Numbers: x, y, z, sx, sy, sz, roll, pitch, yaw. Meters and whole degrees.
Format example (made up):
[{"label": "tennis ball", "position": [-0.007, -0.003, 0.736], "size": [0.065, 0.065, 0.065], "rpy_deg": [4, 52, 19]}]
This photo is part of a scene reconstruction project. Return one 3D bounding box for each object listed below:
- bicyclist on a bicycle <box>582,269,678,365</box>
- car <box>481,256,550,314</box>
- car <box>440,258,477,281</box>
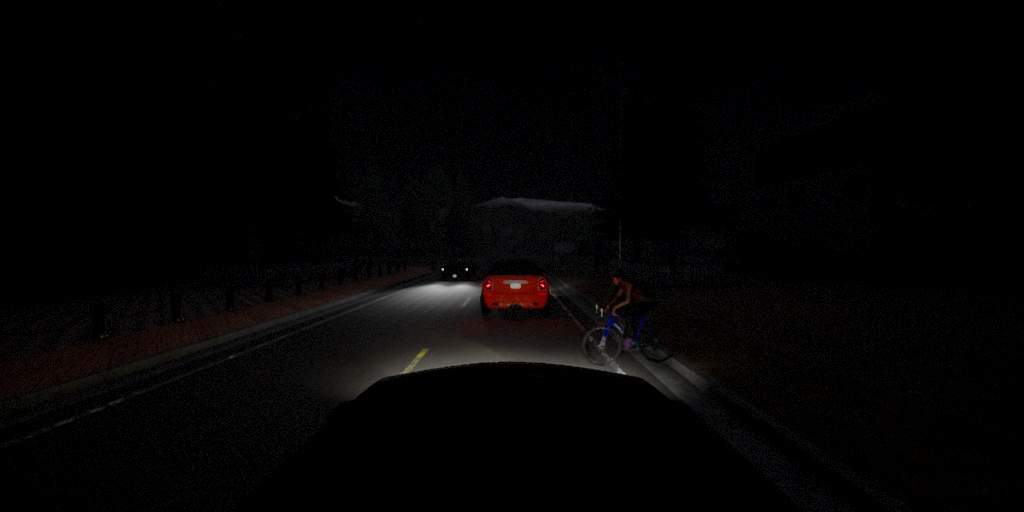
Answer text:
[{"label": "bicyclist on a bicycle", "position": [1.984, 1.036, 6.094], "size": [1.656, 1.620, 0.582], "rpy_deg": [-3, 1, 0]}, {"label": "car", "position": [0.119, 0.851, 12.604], "size": [2.097, 1.767, 4.553], "rpy_deg": [0, 1, 0]}, {"label": "car", "position": [-3.437, 0.844, 23.763], "size": [1.895, 1.301, 4.718], "rpy_deg": [0, 1, 0]}]
